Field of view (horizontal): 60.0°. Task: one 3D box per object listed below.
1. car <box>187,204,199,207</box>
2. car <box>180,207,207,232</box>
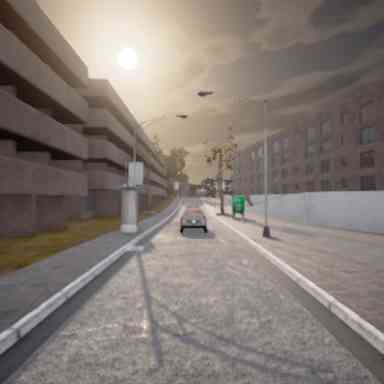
[{"bbox_3d":[0.114,2.264,41.556,2.097,1.767,4.553,0,-1,0],"label":"car"},{"bbox_3d":[0.108,1.971,23.246,2.033,1.411,5.357,0,-2,0],"label":"car"}]
